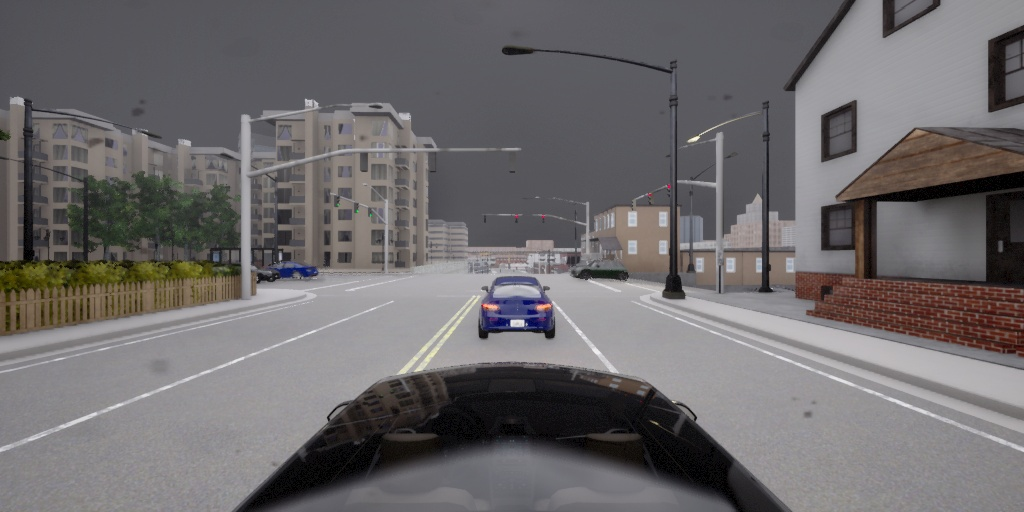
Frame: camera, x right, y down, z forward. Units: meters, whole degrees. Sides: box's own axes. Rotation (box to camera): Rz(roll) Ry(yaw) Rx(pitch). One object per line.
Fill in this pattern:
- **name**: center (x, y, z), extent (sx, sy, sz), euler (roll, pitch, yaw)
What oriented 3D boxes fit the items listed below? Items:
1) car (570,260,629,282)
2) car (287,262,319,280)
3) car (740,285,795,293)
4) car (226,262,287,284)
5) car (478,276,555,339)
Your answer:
- **car**: center (7.148, 1.105, 29.385), extent (4.553, 1.767, 2.097), euler (2, 0, -6)
- **car**: center (-18.980, 1.227, 30.176), extent (5.008, 1.535, 1.882), euler (0, 0, 1)
- **car**: center (21.519, 3.162, 29.623), extent (4.674, 1.442, 1.812), euler (8, 0, 0)
- **car**: center (-19.815, 1.255, 26.487), extent (4.892, 1.490, 1.837), euler (0, 0, 1)
- **car**: center (0.110, 1.276, 9.991), extent (1.812, 1.442, 4.674), euler (0, 0, 0)
